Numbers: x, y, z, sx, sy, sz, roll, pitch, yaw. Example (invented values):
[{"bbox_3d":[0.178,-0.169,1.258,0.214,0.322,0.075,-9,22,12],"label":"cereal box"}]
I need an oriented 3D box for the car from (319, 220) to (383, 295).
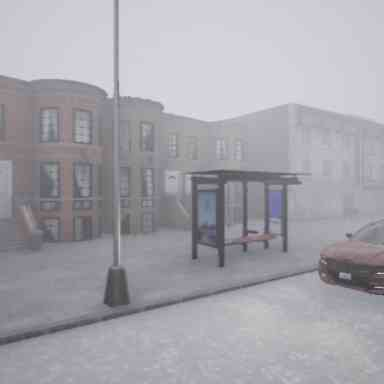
[{"bbox_3d":[5.197,1.448,8.309,5.008,1.535,1.882,0,0,-35],"label":"car"}]
